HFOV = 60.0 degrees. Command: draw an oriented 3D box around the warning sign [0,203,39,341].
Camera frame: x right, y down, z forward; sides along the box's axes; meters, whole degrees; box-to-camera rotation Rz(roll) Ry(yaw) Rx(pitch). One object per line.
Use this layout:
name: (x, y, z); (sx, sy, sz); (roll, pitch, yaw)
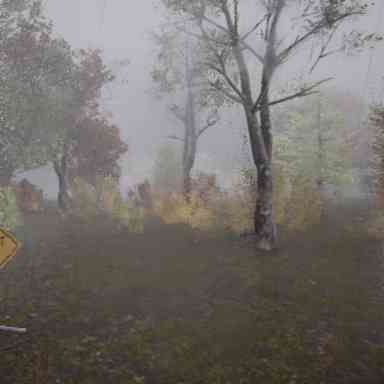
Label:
warning sign: (-3.138, 1.124, 4.816); (1.060, 1.860, 1.300); (0, 0, 36)
